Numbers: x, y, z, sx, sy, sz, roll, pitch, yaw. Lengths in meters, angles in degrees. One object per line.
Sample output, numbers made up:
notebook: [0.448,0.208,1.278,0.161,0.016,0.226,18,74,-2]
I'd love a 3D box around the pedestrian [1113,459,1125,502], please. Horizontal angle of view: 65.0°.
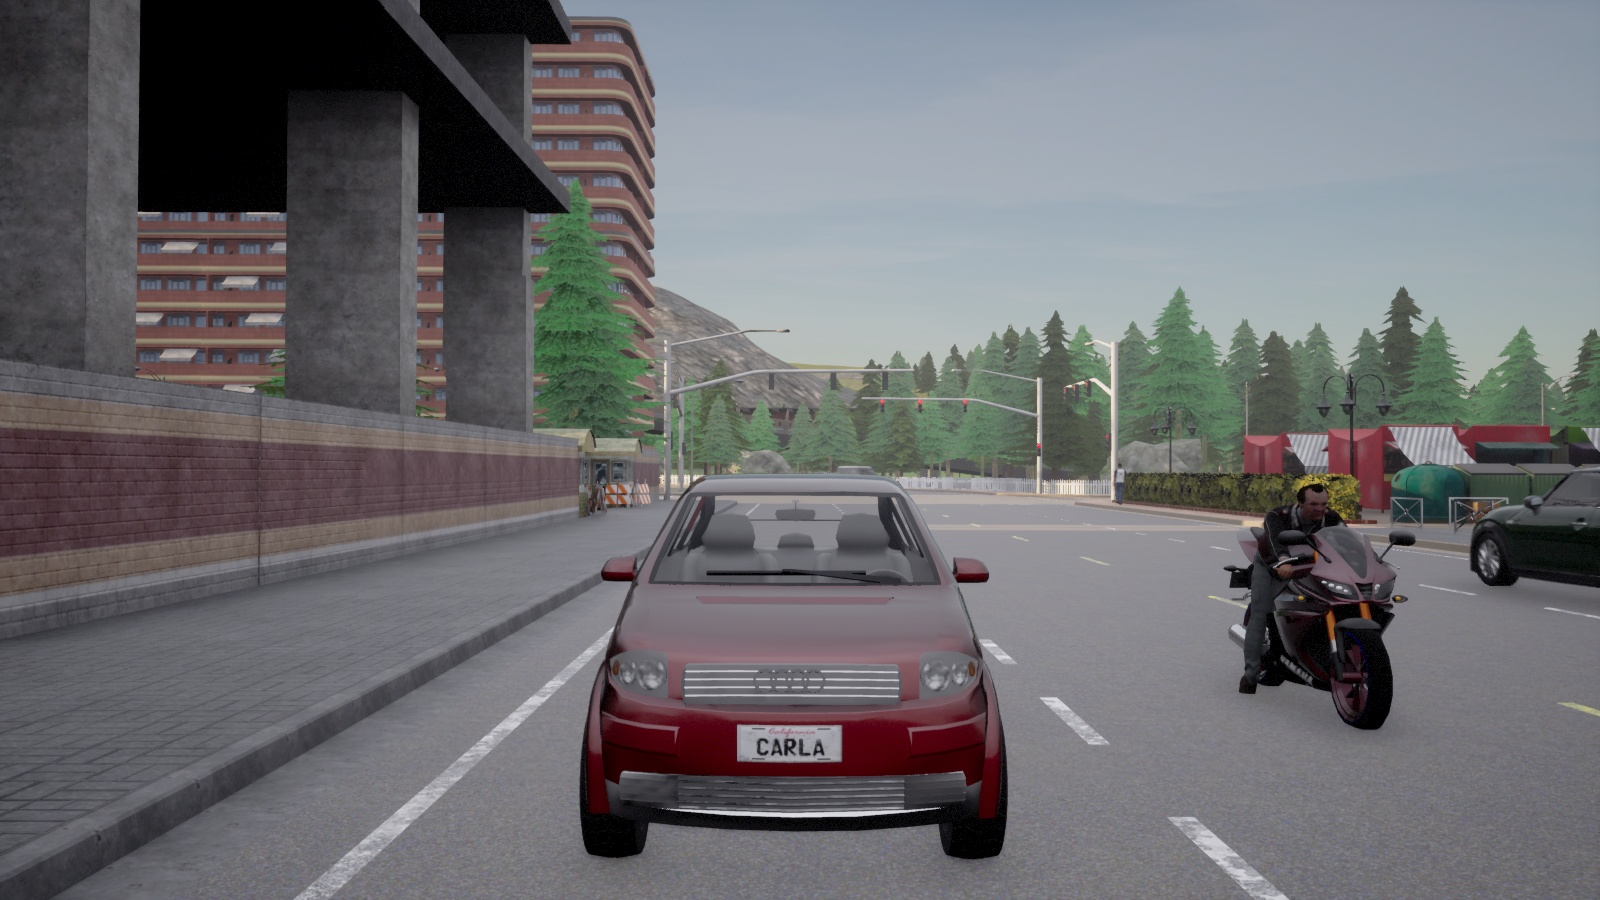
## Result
pedestrian: [13.828,1.324,54.370,0.354,1.836,0.706,0,-1,3]

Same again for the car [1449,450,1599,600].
car: [10.455,0.897,15.890,2.097,1.767,4.553,0,-1,0]

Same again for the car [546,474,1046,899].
car: [-0.016,0.900,6.363,1.789,1.549,3.705,0,-1,0]

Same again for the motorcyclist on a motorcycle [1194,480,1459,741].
motorcyclist on a motorcycle: [3.476,0.979,8.565,0.866,1.530,2.191,0,-1,0]
